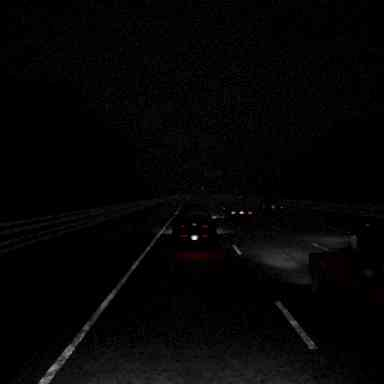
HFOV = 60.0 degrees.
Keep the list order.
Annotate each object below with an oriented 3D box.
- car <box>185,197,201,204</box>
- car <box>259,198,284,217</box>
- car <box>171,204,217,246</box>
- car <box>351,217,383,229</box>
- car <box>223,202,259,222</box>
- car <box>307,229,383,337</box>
[{"bbox_3d":[0.110,1.527,31.605,1.837,1.490,4.892,0,0,0],"label":"car"},{"bbox_3d":[7.108,1.373,31.272,2.097,1.767,4.553,0,0,0],"label":"car"},{"bbox_3d":[0.103,1.516,15.341,1.837,1.490,4.892,0,0,0],"label":"car"},{"bbox_3d":[7.097,1.484,11.019,1.882,1.535,5.008,0,0,0],"label":"car"},{"bbox_3d":[3.603,1.566,26.582,2.033,1.411,5.357,0,0,0],"label":"car"},{"bbox_3d":[3.576,1.605,5.659,1.895,1.301,4.718,0,0,0],"label":"car"}]
